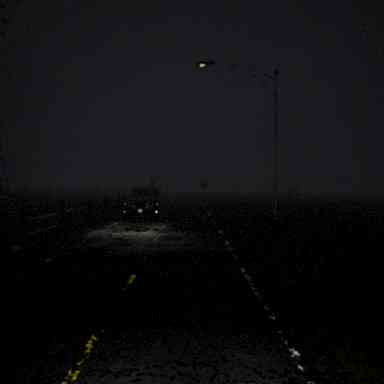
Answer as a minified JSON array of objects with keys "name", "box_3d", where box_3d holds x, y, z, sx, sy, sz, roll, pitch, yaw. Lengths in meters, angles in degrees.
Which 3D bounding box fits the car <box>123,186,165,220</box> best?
[{"name":"car","box_3d":[-2.971,0.629,21.737,2.150,2.045,5.566,0,2,0]}]
